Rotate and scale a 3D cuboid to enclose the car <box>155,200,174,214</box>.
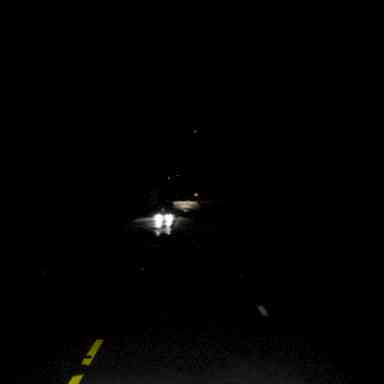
[{"bbox_3d":[-2.994,1.588,36.552,2.128,1.511,4.902,0,0,0],"label":"car"}]
